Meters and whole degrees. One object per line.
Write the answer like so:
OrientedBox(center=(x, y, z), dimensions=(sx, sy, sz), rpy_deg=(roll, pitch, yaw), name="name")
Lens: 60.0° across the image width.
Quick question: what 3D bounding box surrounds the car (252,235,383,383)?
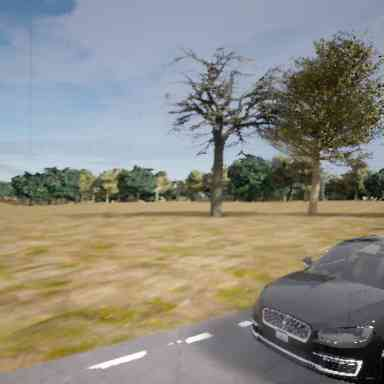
OrientedBox(center=(3.136, 1.513, 5.324), dimensions=(4.892, 1.490, 1.837), rpy_deg=(1, 0, -33), name="car")
